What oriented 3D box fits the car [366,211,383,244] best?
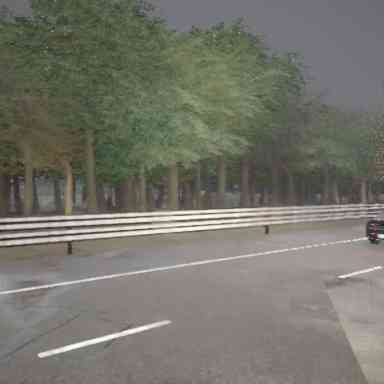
[{"bbox_3d":[9.490,1.487,14.407,4.892,1.490,1.837,0,0,-33],"label":"car"}]
